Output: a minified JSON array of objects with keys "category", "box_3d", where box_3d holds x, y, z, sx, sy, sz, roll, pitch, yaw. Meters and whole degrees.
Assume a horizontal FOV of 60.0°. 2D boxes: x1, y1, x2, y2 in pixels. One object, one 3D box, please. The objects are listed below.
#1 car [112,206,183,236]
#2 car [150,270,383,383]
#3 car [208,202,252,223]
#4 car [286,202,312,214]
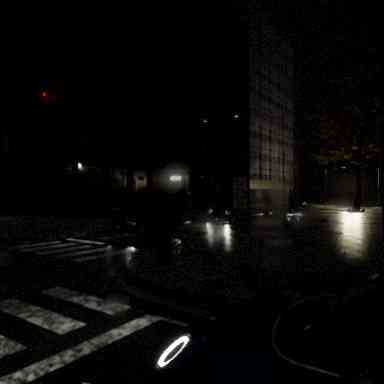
[{"category":"car","box_3d":[-2.533,1.653,19.960,1.882,1.535,5.008,0,-1,36]},{"category":"car","box_3d":[1.822,1.352,2.386,4.553,1.767,2.097,0,0,35]},{"category":"car","box_3d":[3.262,1.618,28.095,2.097,1.767,4.553,0,-1,36]},{"category":"car","box_3d":[13.869,1.995,42.922,2.033,1.411,5.357,0,-1,36]}]
